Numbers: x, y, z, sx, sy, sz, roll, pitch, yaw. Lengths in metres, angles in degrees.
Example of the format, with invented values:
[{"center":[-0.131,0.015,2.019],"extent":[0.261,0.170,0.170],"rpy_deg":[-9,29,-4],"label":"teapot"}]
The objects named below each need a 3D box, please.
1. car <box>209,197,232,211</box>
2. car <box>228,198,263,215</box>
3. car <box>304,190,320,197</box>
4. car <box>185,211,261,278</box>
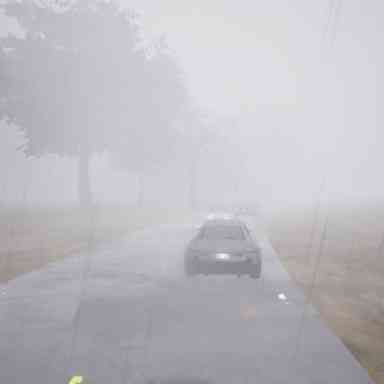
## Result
[{"center":[3.083,1.247,32.515],"extent":[1.837,1.490,4.892],"rpy_deg":[0,1,20],"label":"car"},{"center":[4.683,1.348,27.442],"extent":[2.033,1.411,5.357],"rpy_deg":[0,1,17],"label":"car"},{"center":[24.483,0.267,67.721],"extent":[1.882,1.535,5.008],"rpy_deg":[0,2,41],"label":"car"},{"center":[0.965,1.513,10.058],"extent":[1.994,1.385,4.181],"rpy_deg":[0,0,7],"label":"car"}]
